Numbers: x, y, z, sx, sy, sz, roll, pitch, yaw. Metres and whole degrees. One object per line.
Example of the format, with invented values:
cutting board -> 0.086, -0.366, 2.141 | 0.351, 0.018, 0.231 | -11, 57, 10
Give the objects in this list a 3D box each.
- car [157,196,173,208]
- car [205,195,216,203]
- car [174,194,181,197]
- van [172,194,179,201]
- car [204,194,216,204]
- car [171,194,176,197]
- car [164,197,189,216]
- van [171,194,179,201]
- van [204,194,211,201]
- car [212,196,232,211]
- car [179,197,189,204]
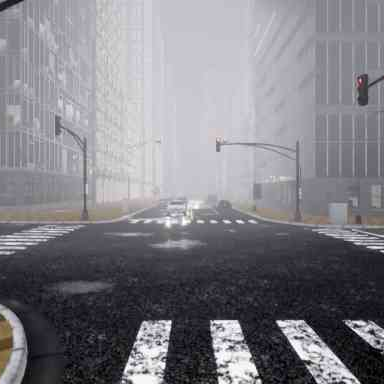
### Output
car -> -4.018, 1.593, 47.305 | 1.802, 1.307, 4.206 | 0, 0, 0
car -> 3.772, 1.432, 69.448 | 1.967, 1.590, 4.097 | 0, 0, 0
car -> -1.562, 1.513, 52.383 | 1.837, 1.490, 4.892 | 0, 0, 0
van -> -4.175, 1.315, 85.998 | 1.690, 1.788, 3.998 | 0, 0, 0
car -> 3.795, 1.313, 63.920 | 2.192, 1.841, 5.009 | 0, 0, 0
car -> -4.085, 1.564, 63.888 | 1.947, 1.339, 4.313 | 0, 0, 0
car -> -1.491, 1.543, 33.049 | 1.812, 1.442, 4.674 | 0, 0, 0
van -> -4.153, 1.321, 80.471 | 1.690, 1.788, 3.998 | 0, 0, 0
van -> 3.727, 1.321, 80.503 | 1.690, 1.788, 3.998 | 0, 0, 0
car -> 3.934, 1.579, 41.811 | 1.947, 1.339, 4.313 | 0, 0, 0
car -> -1.545, 1.597, 65.458 | 1.895, 1.301, 4.718 | 0, 0, 0
